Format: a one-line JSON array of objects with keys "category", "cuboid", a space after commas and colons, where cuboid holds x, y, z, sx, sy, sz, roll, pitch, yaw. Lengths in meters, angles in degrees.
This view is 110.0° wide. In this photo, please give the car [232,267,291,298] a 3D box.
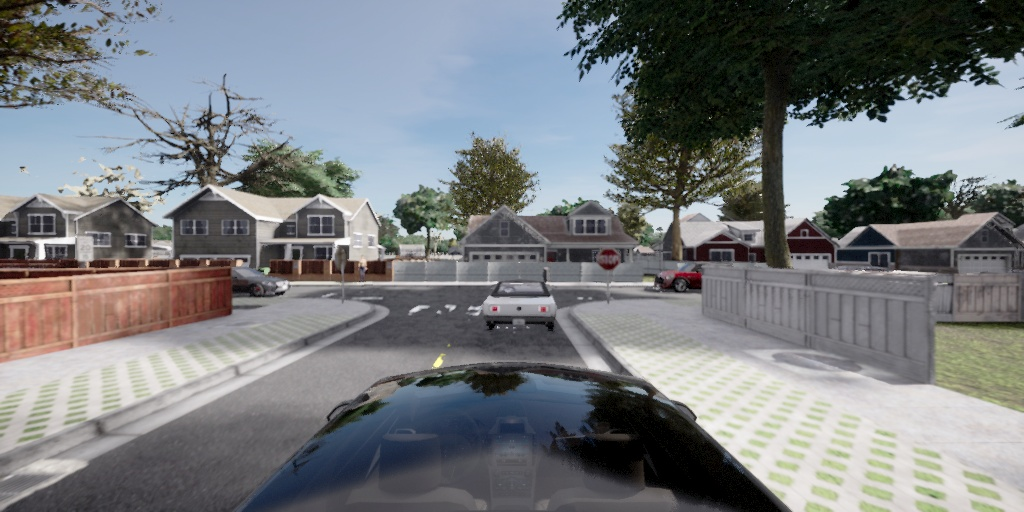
[{"category": "car", "cuboid": [-13.342, 1.247, 17.456, 4.674, 1.442, 1.812, 0, 1, 1]}]

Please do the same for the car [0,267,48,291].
[{"category": "car", "cuboid": [-23.408, 1.244, 17.397, 4.181, 1.385, 1.994, 0, 1, -1]}]

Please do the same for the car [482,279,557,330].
[{"category": "car", "cuboid": [0.329, 1.354, 11.156, 1.895, 1.301, 4.718, 0, 0, 4]}]

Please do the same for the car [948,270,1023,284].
[{"category": "car", "cuboid": [25.179, 1.477, 17.923, 4.718, 1.301, 1.895, 0, 1, -1]}]

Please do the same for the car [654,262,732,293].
[{"category": "car", "cuboid": [10.657, 1.144, 20.713, 4.553, 1.767, 2.097, 0, 1, -1]}]

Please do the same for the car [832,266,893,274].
[{"category": "car", "cuboid": [19.786, 1.319, 20.809, 4.902, 1.511, 2.128, 0, 1, -1]}]

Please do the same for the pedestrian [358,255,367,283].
[{"category": "pedestrian", "cuboid": [-9.783, 0.821, 23.402, 0.375, 1.860, 0.375, 0, 0, -1]}]
